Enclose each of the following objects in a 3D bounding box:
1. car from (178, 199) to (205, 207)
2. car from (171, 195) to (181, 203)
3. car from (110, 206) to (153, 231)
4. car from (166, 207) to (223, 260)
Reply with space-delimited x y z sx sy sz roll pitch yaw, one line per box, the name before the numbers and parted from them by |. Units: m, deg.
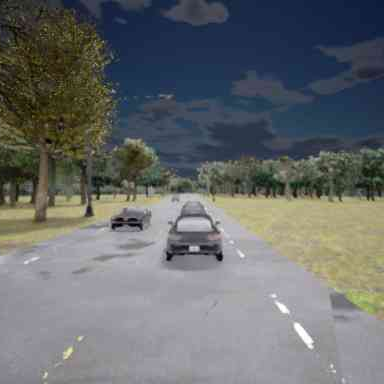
car | 0.089 1.444 27.123 1.994 1.385 4.181 1 1 0
car | -3.476 1.507 72.207 1.837 1.490 4.892 0 -1 0
car | -3.606 1.543 20.376 1.895 1.301 4.718 0 0 0
car | 0.076 1.503 12.188 1.812 1.442 4.674 0 0 0
